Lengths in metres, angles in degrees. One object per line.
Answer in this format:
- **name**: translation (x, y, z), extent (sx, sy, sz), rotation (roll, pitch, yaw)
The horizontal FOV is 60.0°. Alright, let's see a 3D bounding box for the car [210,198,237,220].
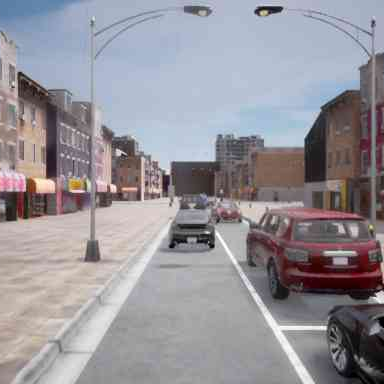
- **car**: translation (2.637, 1.442, 25.340), extent (1.967, 1.590, 4.097), rotation (0, 0, 0)

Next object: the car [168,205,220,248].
- **car**: translation (0.000, 1.517, 14.650), extent (1.837, 1.490, 4.892), rotation (0, 0, 0)

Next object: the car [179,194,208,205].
- **car**: translation (0.000, 1.263, 29.681), extent (2.150, 2.045, 5.566), rotation (0, 0, 0)

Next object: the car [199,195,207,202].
- **car**: translation (2.635, 1.554, 80.535), extent (1.967, 1.590, 4.097), rotation (0, 0, 0)

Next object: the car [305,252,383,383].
- **car**: translation (2.637, 1.563, 2.620), extent (1.947, 1.339, 4.313), rotation (0, 0, 0)

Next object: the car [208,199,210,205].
- **car**: translation (2.637, 1.587, 31.020), extent (1.802, 1.307, 4.206), rotation (0, 0, 0)

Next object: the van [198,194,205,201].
- **van**: translation (2.635, 1.488, 91.487), extent (1.690, 1.788, 3.998), rotation (0, 0, 0)

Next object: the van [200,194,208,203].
- **van**: translation (2.635, 1.440, 75.060), extent (1.690, 1.788, 3.998), rotation (0, 0, 0)

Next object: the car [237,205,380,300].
- **car**: translation (2.637, 1.313, 8.301), extent (2.192, 1.841, 5.009), rotation (0, 0, 0)

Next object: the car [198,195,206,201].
- **car**: translation (2.635, 1.570, 86.011), extent (1.967, 1.590, 4.097), rotation (0, 0, 0)
